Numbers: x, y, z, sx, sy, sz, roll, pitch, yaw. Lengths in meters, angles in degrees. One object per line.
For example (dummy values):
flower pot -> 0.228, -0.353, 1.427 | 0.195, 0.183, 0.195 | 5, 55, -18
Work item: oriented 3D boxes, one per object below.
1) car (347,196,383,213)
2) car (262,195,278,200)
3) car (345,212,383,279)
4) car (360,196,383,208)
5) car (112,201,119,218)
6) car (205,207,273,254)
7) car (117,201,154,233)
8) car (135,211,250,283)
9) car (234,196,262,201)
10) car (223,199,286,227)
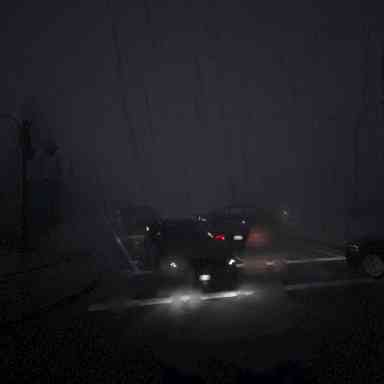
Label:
car -> 15.622, 1.356, 29.164 | 1.970, 1.475, 3.806 | 0, 0, -17
car -> 10.402, 1.278, 47.086 | 2.152, 1.636, 5.027 | 0, 0, -17
car -> 6.524, 1.475, 8.222 | 5.008, 1.535, 1.882 | 0, 0, 40
car -> 23.953, 1.274, 43.138 | 1.845, 1.501, 3.633 | 0, 0, -17
car -> -6.233, 1.515, 30.094 | 2.033, 1.411, 5.357 | 0, 0, -17
car -> 1.354, 1.538, 13.386 | 2.033, 1.411, 5.357 | 0, 0, -4
car -> -3.089, 1.529, 19.937 | 2.033, 1.411, 5.357 | 0, 0, -17
car -> -0.371, 1.543, 10.098 | 2.033, 1.411, 5.357 | 0, 0, -15
car -> 7.412, 1.288, 46.134 | 2.007, 1.523, 4.514 | 0, 0, -17
car -> 2.857, 1.467, 19.893 | 5.357, 1.411, 2.033 | -3, 1, -15
